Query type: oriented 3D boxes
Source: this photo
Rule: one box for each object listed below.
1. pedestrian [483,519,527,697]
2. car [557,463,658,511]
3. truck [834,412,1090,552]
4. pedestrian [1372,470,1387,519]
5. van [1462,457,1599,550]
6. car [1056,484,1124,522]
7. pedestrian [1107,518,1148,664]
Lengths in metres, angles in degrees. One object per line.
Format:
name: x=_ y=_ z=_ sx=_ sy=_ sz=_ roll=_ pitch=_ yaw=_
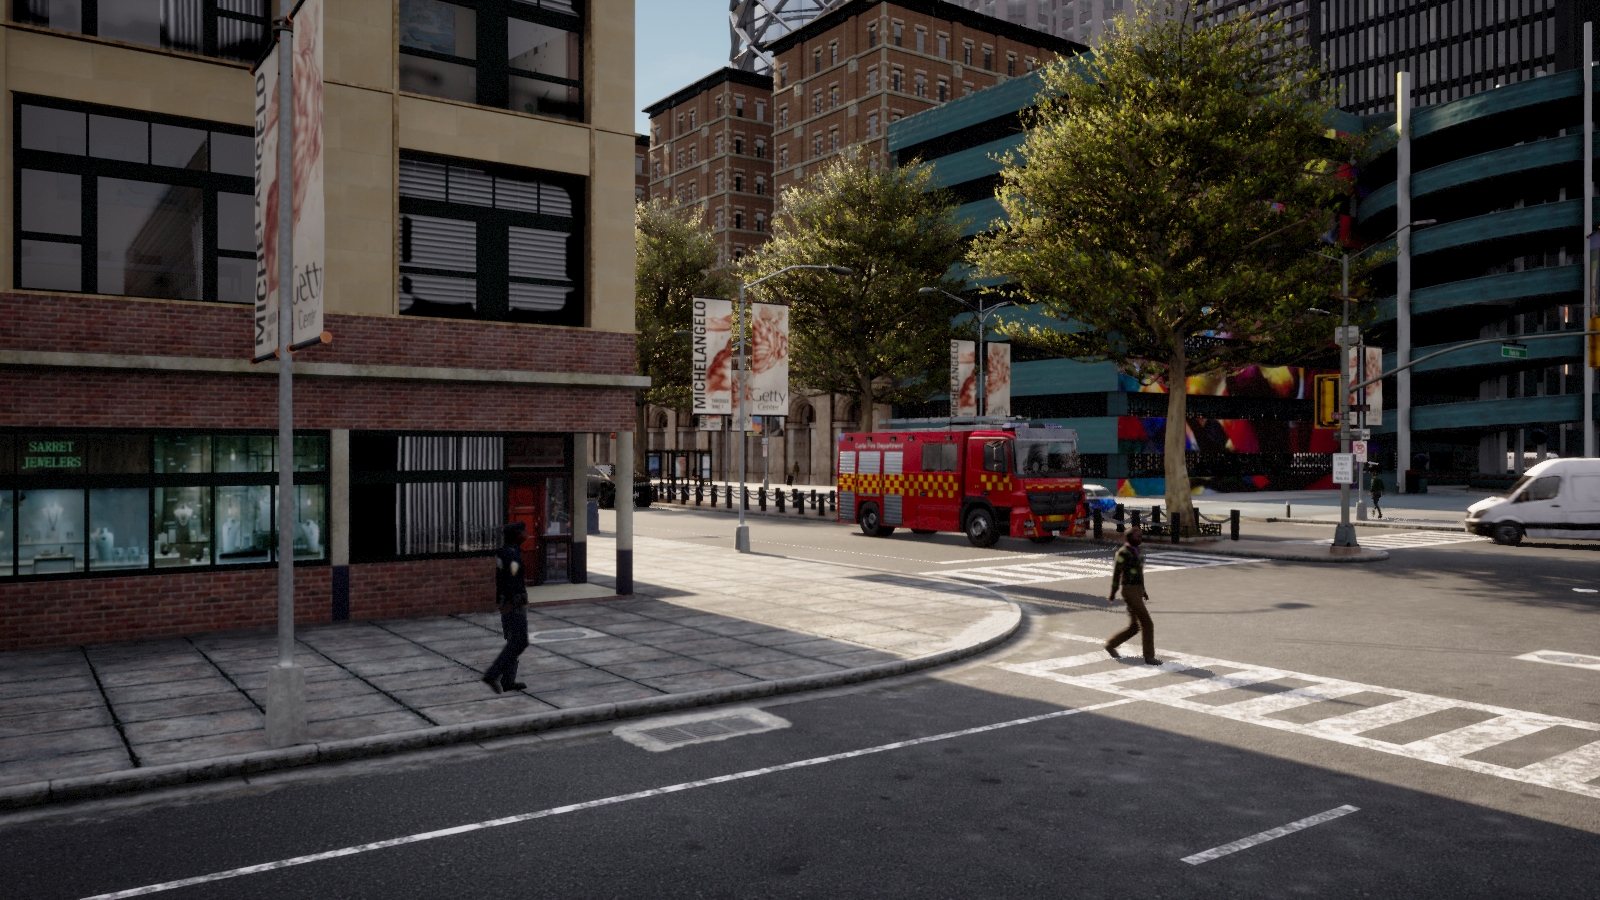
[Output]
pedestrian: x=-3.202 y=1.694 z=12.399 sx=0.375 sy=1.860 sz=0.375 roll=0 pitch=0 yaw=-28
car: x=-9.491 y=1.744 z=55.736 sx=2.390 sy=2.098 sz=6.274 roll=0 pitch=0 yaw=-35
truck: x=4.745 y=0.881 z=35.550 sx=2.891 sy=3.827 sz=8.468 roll=0 pitch=0 yaw=-35
pedestrian: x=22.022 y=1.680 z=43.408 sx=0.375 sy=1.860 sz=0.375 roll=0 pitch=0 yaw=-23
van: x=22.739 y=1.519 z=33.211 sx=5.915 sy=2.561 sz=1.988 roll=0 pitch=1 yaw=26
car: x=11.633 y=2.106 z=45.845 sx=1.481 sy=1.376 sz=2.207 roll=0 pitch=0 yaw=-36
pedestrian: x=4.316 y=1.844 z=15.049 sx=0.375 sy=1.860 sz=0.375 roll=0 pitch=0 yaw=-44
